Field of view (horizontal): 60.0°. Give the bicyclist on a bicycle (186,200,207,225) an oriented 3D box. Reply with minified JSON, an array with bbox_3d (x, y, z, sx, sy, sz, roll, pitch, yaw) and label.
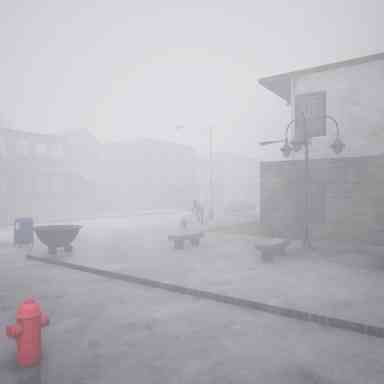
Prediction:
[{"bbox_3d":[0.285,1.340,21.633,1.656,1.620,0.582,0,0,35],"label":"bicyclist on a bicycle"}]

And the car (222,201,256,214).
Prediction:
[{"bbox_3d":[5.190,1.601,35.760,1.895,1.301,4.718,0,0,35],"label":"car"}]
